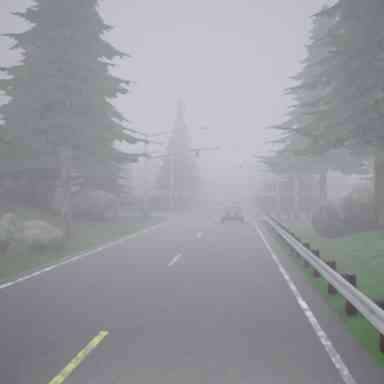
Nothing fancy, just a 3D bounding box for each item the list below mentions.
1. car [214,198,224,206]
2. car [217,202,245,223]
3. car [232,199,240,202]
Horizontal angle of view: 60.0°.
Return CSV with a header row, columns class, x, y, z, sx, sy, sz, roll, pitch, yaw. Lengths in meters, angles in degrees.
class,x,y,z,sx,sy,sz,roll,pitch,yaw
car,5.885,2.166,71.797,1.882,1.535,5.008,0,-1,8
car,3.465,1.826,28.266,2.033,1.411,5.357,0,0,8
car,10.346,2.273,78.584,1.895,1.301,4.718,0,-1,8
